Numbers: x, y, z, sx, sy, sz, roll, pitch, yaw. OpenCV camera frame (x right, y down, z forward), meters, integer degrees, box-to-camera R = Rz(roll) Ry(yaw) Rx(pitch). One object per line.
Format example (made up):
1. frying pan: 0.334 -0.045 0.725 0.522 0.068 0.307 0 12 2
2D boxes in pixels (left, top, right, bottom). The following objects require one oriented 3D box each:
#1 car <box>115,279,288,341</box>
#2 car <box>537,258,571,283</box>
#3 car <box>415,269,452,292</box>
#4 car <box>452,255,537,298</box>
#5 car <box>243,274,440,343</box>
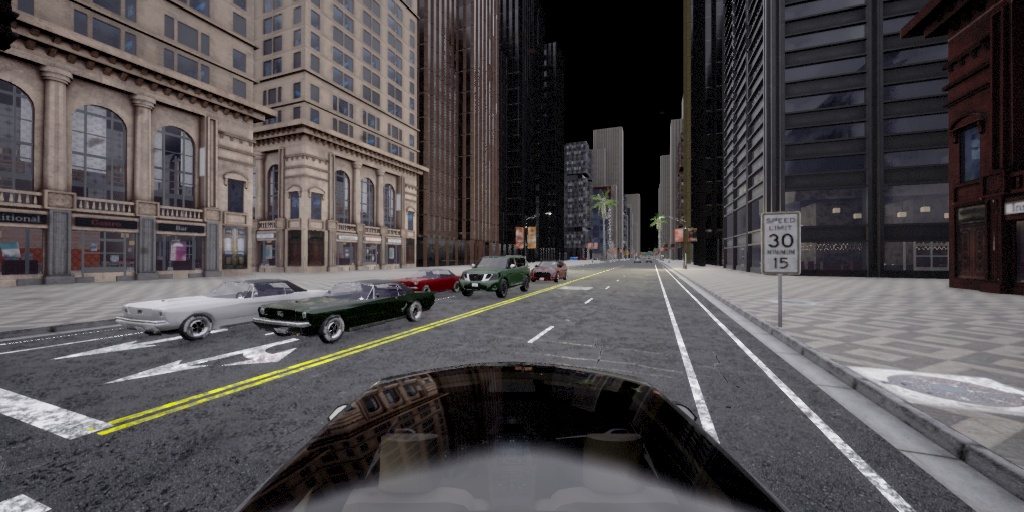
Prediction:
1. car: -7.673 1.352 10.212 1.895 1.301 4.718 0 0 21
2. car: 3.002 1.116 28.581 2.097 1.767 4.553 0 0 21
3. car: -4.332 1.356 18.744 1.895 1.301 4.718 0 0 21
4. car: -0.705 0.977 19.072 2.150 2.045 5.566 0 0 21
5. car: -4.271 1.352 9.985 1.895 1.301 4.718 0 0 24
